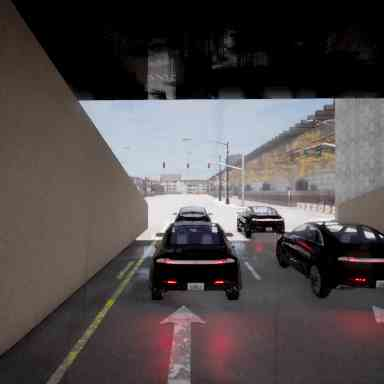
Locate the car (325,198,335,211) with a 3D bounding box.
[{"bbox_3d":[17.316,1.452,35.509,2.038,1.542,4.974,0,0,-35],"label":"car"}]

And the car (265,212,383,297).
[{"bbox_3d":[3.559,1.492,8.588,2.128,1.511,4.902,0,0,0],"label":"car"}]

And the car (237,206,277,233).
[{"bbox_3d":[3.539,1.491,17.721,2.128,1.511,4.902,0,0,0],"label":"car"}]

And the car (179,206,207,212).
[{"bbox_3d":[0.041,1.505,17.546,1.837,1.490,4.892,0,0,0],"label":"car"}]

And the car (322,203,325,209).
[{"bbox_3d":[17.405,1.452,40.116,2.038,1.542,4.974,0,0,45],"label":"car"}]

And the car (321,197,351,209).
[{"bbox_3d":[17.442,1.295,40.153,1.853,1.218,4.536,0,0,45],"label":"car"}]

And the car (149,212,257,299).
[{"bbox_3d":[0.063,1.492,8.425,2.128,1.511,4.902,0,0,0],"label":"car"}]
